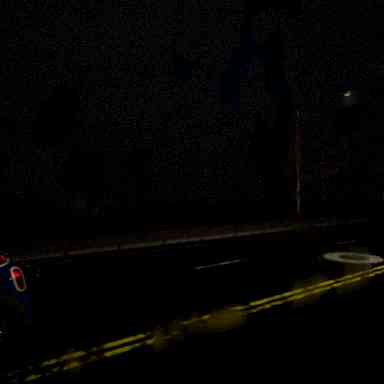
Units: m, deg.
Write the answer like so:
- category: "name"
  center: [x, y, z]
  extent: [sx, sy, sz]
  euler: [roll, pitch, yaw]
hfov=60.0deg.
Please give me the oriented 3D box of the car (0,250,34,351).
- category: "car"
  center: [-4.669, 1.361, 4.332]
  extent: [4.553, 1.767, 2.097]
  euler: [-1, 0, -35]
